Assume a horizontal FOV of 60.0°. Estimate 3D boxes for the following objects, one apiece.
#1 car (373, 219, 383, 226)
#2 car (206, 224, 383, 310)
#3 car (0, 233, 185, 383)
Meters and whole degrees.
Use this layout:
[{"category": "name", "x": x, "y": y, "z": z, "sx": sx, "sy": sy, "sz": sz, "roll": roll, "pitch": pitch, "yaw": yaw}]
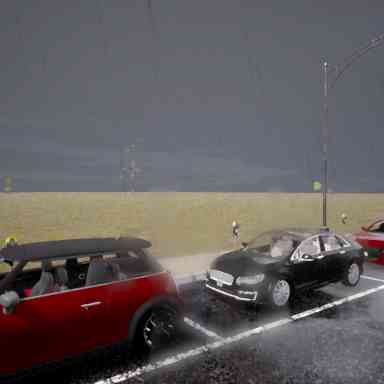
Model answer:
[{"category": "car", "x": 6.821, "y": 1.548, "z": 10.969, "sx": 4.507, "sy": 1.381, "sz": 1.887, "roll": 0, "pitch": 1, "yaw": -36}, {"category": "car", "x": 2.317, "y": 1.552, "z": 7.749, "sx": 4.403, "sy": 1.369, "sz": 2.008, "roll": 0, "pitch": 1, "yaw": -36}, {"category": "car", "x": -2.186, "y": 1.440, "z": 4.528, "sx": 4.097, "sy": 1.590, "sz": 1.967, "roll": 0, "pitch": 1, "yaw": -36}]
